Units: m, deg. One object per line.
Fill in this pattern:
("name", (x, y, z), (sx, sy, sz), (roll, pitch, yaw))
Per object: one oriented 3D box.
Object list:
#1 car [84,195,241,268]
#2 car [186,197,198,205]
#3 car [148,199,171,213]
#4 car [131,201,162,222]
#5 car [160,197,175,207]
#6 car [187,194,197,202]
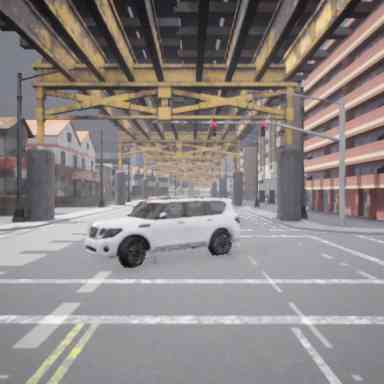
("car", (-0.827, 1.221, 11.653), (5.566, 2.045, 2.150), (0, -1, -33))
("car", (0.035, 1.539, 56.715), (1.895, 1.301, 4.718), (0, 0, 0))
("car", (-3.638, 1.546, 38.096), (2.033, 1.411, 5.357), (0, 0, 0))
("car", (-3.628, 1.504, 27.134), (1.837, 1.490, 4.892), (0, 0, 0))
("car", (-3.639, 1.476, 50.582), (1.837, 1.490, 4.892), (0, 0, 0))
("car", (0.006, 1.297, 69.795), (1.882, 1.535, 5.008), (0, 1, 0))
